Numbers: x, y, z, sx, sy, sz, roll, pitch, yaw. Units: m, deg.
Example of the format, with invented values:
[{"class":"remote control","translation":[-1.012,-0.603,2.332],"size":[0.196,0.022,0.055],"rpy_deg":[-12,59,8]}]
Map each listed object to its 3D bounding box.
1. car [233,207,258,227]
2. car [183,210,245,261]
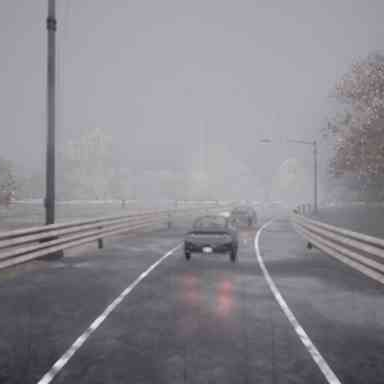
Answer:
[{"class":"car","translation":[4.256,1.979,27.417],"size":[2.128,1.511,4.902],"rpy_deg":[0,-1,18]},{"class":"car","translation":[0.896,1.692,13.125],"size":[2.128,1.511,4.902],"rpy_deg":[0,-1,9]}]
